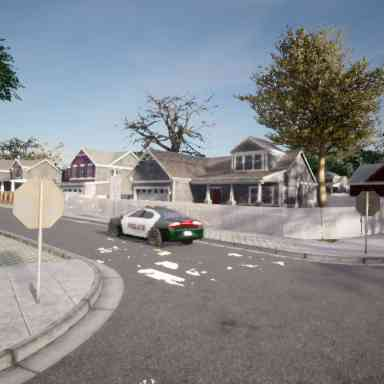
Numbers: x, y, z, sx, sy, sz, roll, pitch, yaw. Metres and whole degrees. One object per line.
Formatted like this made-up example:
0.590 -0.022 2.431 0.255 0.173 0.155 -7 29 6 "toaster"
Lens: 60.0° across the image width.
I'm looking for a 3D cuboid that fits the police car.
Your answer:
-1.815 1.387 14.528 2.038 1.542 4.974 3 -1 -44 "police car"
